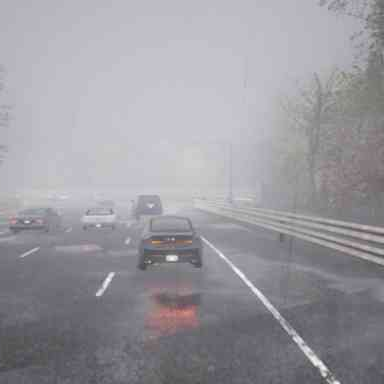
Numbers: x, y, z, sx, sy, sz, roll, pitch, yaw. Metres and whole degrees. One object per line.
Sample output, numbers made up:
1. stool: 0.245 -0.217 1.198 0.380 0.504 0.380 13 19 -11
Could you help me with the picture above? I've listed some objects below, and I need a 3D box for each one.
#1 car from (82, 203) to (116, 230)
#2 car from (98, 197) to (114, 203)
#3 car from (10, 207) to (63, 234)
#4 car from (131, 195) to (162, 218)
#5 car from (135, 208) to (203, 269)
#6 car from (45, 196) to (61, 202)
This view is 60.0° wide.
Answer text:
1. car: -5.780 1.620 21.139 1.895 1.301 4.718 0 0 -12
2. car: -13.598 1.572 52.524 1.812 1.442 4.674 0 0 -28
3. car: -8.984 1.577 19.541 2.033 1.411 5.357 0 0 -12
4. car: -3.885 1.235 28.345 2.150 2.045 5.566 0 0 -15
5. car: -0.772 1.508 11.236 1.837 1.490 4.892 0 0 -6
6. car: -33.230 1.705 79.345 4.718 1.301 1.895 0 0 45
